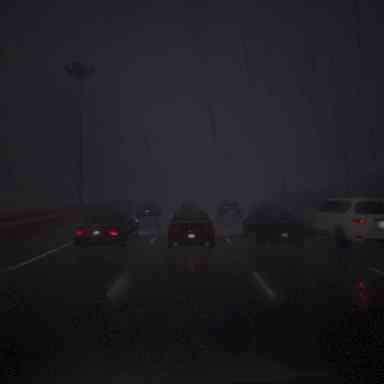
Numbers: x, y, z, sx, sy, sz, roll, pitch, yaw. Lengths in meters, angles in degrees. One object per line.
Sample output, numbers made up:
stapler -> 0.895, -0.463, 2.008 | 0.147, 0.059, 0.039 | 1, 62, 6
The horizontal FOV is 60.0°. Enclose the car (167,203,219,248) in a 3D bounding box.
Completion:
car -> -0.054, 1.482, 14.760 | 1.882, 1.535, 5.008 | 0, 0, -1

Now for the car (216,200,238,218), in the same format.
car -> 3.256, 1.493, 29.804 | 2.128, 1.511, 4.902 | 0, 0, -1

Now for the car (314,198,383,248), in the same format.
car -> 6.945, 1.255, 14.879 | 2.150, 2.045, 5.566 | 0, 0, -1

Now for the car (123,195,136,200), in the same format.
car -> -14.483, 1.469, 82.269 | 1.837, 1.490, 4.892 | 0, 0, 16

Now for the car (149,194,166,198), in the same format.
car -> -7.816, 1.328, 80.140 | 2.097, 1.767, 4.553 | 0, 0, 16

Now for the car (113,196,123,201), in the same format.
car -> -17.821, 1.562, 83.319 | 1.895, 1.301, 4.718 | 0, 0, 16

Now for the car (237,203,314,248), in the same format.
car -> 3.446, 1.482, 14.805 | 1.882, 1.535, 5.008 | 0, 0, -1

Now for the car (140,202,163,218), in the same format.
car -> -3.743, 1.570, 29.715 | 1.994, 1.385, 4.181 | 0, 0, -1

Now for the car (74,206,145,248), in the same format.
car -> -3.554, 1.560, 14.716 | 2.033, 1.411, 5.357 | 0, 0, -1

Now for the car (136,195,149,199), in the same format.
car -> -11.154, 1.449, 81.190 | 1.882, 1.535, 5.008 | 0, 0, 16

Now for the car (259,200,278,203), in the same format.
car -> 6.756, 1.514, 29.848 | 1.837, 1.490, 4.892 | 0, 0, -1
